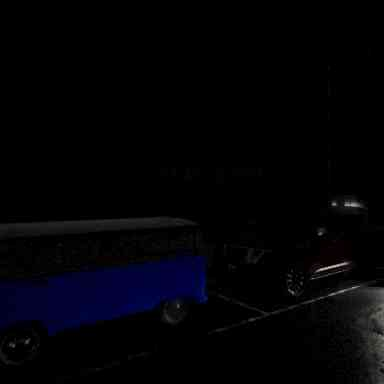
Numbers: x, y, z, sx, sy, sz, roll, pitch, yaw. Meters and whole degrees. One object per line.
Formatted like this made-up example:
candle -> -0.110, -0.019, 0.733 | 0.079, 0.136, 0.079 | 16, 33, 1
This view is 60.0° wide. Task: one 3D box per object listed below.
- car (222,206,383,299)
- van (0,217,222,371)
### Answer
car -> 2.910, 1.313, 8.613 | 5.009, 1.841, 2.192 | 0, -1, -35
van -> -1.642, 1.341, 5.375 | 3.998, 1.788, 1.690 | 0, -1, -35
